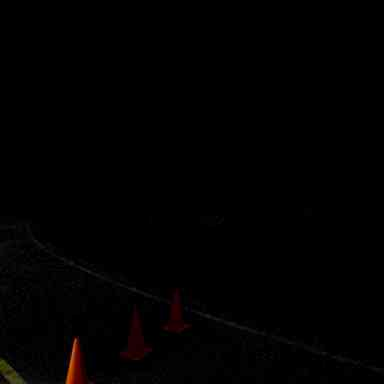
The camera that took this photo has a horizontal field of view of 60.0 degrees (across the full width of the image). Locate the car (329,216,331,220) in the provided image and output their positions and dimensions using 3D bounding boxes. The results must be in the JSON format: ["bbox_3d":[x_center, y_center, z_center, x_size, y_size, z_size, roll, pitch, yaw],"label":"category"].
[{"bbox_3d":[35.623,6.630,82.737,1.851,1.617,3.988,-4,-3,4],"label":"car"}]

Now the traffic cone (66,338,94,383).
[{"bbox_3d":[-1.295,1.945,3.750,0.340,0.580,0.340,1,1,31],"label":"traffic cone"}]

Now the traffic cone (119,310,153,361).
[{"bbox_3d":[-0.776,1.938,4.601,0.340,0.580,0.340,1,1,32],"label":"traffic cone"}]

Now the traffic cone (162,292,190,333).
[{"bbox_3d":[-0.256,1.931,5.451,0.340,0.580,0.340,1,1,31],"label":"traffic cone"}]
